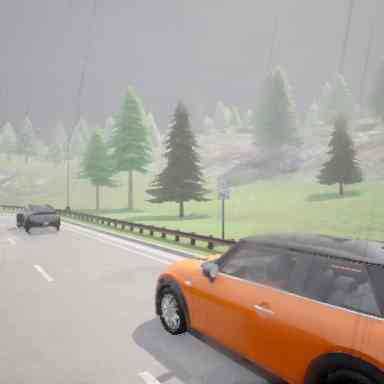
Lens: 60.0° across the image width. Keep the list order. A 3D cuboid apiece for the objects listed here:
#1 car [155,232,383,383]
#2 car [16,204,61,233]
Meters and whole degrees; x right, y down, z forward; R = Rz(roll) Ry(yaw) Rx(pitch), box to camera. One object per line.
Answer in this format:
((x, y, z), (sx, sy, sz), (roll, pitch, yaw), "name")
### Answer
((1.300, 1.352, 4.632), (2.097, 1.767, 4.553), (0, 0, -35), "car")
((-9.237, 1.491, 19.895), (2.128, 1.511, 4.902), (0, 0, -35), "car")
